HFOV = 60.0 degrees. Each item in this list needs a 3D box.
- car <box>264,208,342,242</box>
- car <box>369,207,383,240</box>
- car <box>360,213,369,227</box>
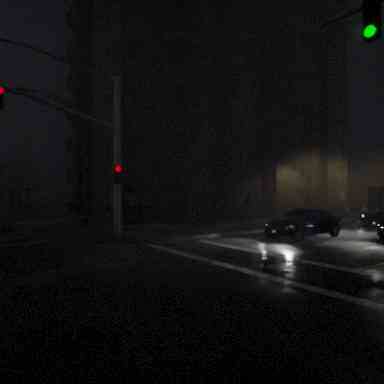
[{"bbox_3d":[5.668,1.532,16.629,4.674,1.442,1.812,0,0,-35],"label":"car"},{"bbox_3d":[10.770,1.513,15.954,4.892,1.490,1.837,0,0,-35],"label":"car"},{"bbox_3d":[13.101,1.611,21.894,4.718,1.301,1.895,0,0,-35],"label":"car"}]
